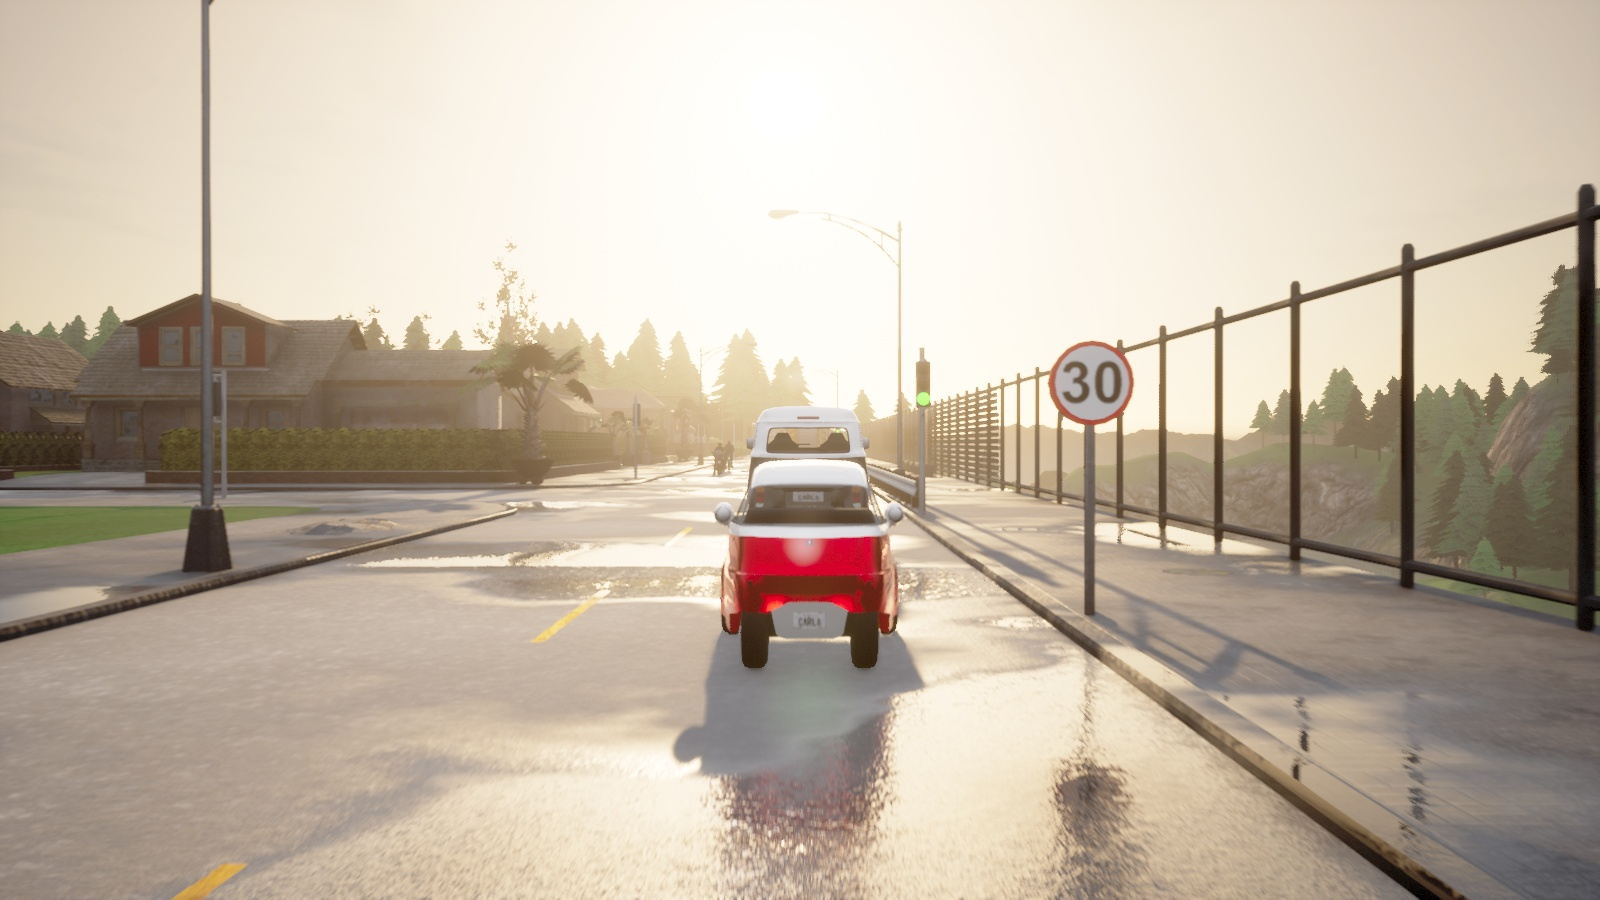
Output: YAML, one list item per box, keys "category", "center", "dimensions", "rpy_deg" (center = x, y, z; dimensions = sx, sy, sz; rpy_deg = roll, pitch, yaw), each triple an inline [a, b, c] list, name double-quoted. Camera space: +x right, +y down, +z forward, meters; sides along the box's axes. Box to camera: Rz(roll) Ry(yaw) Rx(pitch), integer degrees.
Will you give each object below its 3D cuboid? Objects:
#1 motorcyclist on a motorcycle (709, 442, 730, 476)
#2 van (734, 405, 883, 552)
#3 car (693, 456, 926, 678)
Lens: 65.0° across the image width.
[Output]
- category: "motorcyclist on a motorcycle"
  center: [-3.660, 0.404, 57.131]
  dimensions: [0.797, 1.523, 2.044]
  rpy_deg: [0, 0, 0]
- category: "van"
  center: [0.127, 0.362, 19.636]
  dimensions: [2.069, 2.038, 4.480]
  rpy_deg: [0, 1, 0]
- category: "car"
  center: [0.067, 0.750, 9.103]
  dimensions: [1.481, 1.376, 2.207]
  rpy_deg: [0, 1, 0]
